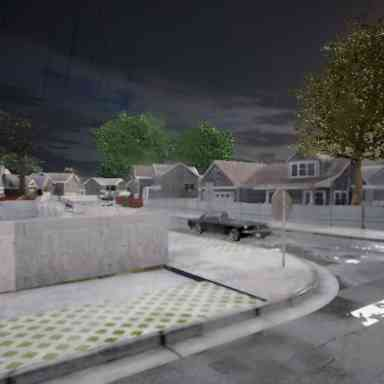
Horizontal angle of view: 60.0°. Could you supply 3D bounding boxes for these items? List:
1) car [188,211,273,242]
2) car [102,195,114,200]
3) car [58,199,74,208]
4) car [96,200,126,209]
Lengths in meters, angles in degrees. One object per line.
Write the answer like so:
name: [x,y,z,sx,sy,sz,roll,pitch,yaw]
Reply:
car: [1.784,1.654,16.859,1.895,1.301,4.718,1,0,-34]
car: [-22.524,1.593,89.349,2.097,1.767,4.553,0,0,7]
car: [-18.073,1.626,47.370,1.994,1.385,4.181,1,0,-25]
car: [-7.556,1.649,30.082,1.895,1.301,4.718,1,0,-35]
